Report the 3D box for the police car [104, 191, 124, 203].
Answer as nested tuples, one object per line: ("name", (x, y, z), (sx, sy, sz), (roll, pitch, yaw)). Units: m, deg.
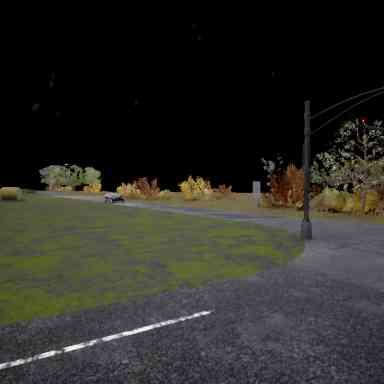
("police car", (-11.649, 0.743, 49.721), (1.930, 1.638, 5.238), (1, 0, -32))
